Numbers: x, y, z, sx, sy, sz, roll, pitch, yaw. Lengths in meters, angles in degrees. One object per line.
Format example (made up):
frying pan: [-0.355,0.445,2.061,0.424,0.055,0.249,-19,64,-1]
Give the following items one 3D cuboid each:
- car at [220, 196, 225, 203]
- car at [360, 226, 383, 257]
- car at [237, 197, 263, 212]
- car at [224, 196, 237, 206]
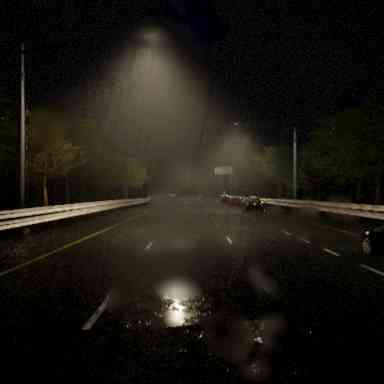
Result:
car: [7.283,1.704,73.973,1.812,1.442,4.674,0,0,0]
car: [7.002,1.521,10.126,1.837,1.490,4.892,0,0,0]
car: [7.077,1.435,39.685,2.097,1.767,4.553,0,0,0]
car: [7.167,1.699,57.107,1.994,1.385,4.181,0,0,0]
